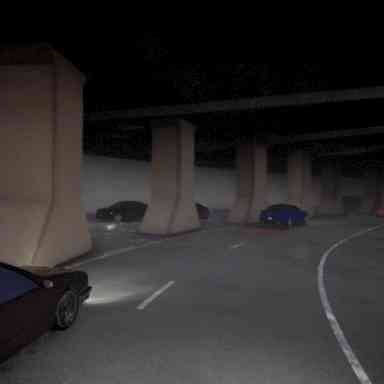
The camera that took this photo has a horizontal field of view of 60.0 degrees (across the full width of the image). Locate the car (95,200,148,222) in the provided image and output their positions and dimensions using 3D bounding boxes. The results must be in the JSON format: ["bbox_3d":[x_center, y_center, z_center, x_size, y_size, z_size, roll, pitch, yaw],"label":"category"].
[{"bbox_3d":[-5.096,1.402,25.583,1.882,1.535,5.008,1,0,35],"label":"car"}]

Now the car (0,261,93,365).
[{"bbox_3d":[-3.113,1.500,3.859,2.033,1.411,5.357,1,0,8],"label":"car"}]

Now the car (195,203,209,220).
[{"bbox_3d":[-0.435,1.521,26.116,1.812,1.442,4.674,1,0,38],"label":"car"}]

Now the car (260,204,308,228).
[{"bbox_3d":[6.566,1.579,23.389,1.882,1.535,5.008,1,0,38],"label":"car"}]

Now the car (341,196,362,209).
[{"bbox_3d":[24.541,1.598,52.748,5.566,2.045,2.150,1,0,-30],"label":"car"}]

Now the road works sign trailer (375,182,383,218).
[{"bbox_3d":[19.682,0.766,32.453,2.880,3.560,2.380,1,0,-37],"label":"road works sign trailer"}]
